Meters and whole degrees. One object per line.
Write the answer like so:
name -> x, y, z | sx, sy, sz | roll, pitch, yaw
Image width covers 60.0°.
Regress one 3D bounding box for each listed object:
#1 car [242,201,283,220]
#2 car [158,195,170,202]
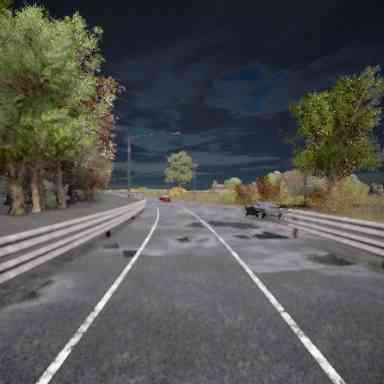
car -> 6.048, 1.555, 28.953 | 2.128, 1.511, 4.902 | 1, 1, -16
car -> -5.884, 1.398, 70.745 | 1.882, 1.535, 5.008 | 0, 0, -16
